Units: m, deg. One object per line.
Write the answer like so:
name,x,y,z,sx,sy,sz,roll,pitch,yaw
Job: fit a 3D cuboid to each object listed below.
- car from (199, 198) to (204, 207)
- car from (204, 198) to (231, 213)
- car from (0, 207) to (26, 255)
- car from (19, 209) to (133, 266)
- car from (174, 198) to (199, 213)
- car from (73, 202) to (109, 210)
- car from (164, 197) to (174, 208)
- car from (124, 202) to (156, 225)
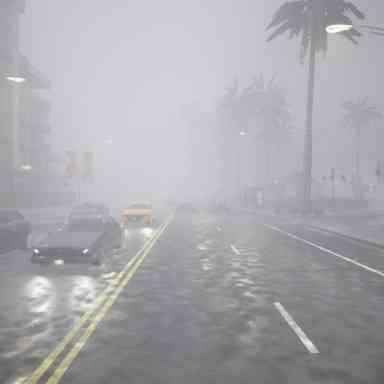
car,1.264,1.546,46.945,2.033,1.411,5.357,0,0,-14
car,2.881,1.600,36.966,1.895,1.301,4.718,0,0,-6
car,-7.167,1.352,11.005,2.097,1.767,4.553,0,0,0
car,-3.671,1.547,11.823,2.033,1.411,5.357,0,0,0
car,-0.716,1.525,37.321,1.812,1.442,4.674,0,0,-7
car,-7.269,1.491,23.902,2.128,1.511,4.902,0,0,-1
car,-2.791,1.525,48.343,1.812,1.442,4.674,0,0,-16
car,-3.757,1.477,24.063,1.882,1.535,5.008,0,0,0
